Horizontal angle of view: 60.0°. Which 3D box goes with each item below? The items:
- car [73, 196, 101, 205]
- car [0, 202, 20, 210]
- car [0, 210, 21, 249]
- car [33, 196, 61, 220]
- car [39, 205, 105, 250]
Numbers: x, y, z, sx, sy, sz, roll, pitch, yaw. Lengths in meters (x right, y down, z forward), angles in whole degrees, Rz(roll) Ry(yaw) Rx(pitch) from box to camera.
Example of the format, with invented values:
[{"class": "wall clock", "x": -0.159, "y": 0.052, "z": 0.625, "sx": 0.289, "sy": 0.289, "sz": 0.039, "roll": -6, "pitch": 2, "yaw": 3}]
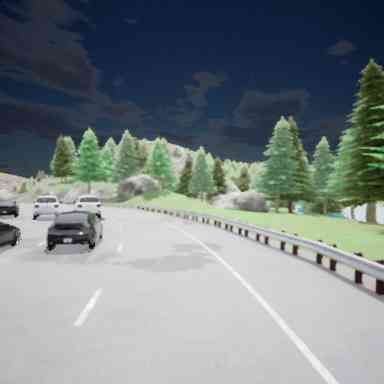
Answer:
[{"class": "car", "x": -9.869, "y": 1.372, "z": 31.372, "sx": 2.150, "sy": 2.045, "sz": 5.566, "roll": 0, "pitch": 0, "yaw": -21}, {"class": "car", "x": -18.123, "y": 1.676, "z": 32.753, "sx": 1.882, "sy": 1.535, "sz": 5.008, "roll": 0, "pitch": 0, "yaw": -24}, {"class": "car", "x": -8.328, "y": 1.649, "z": 12.985, "sx": 1.994, "sy": 1.385, "sz": 4.181, "roll": 0, "pitch": 0, "yaw": -9}, {"class": "car", "x": -13.453, "y": 1.390, "z": 30.935, "sx": 2.150, "sy": 2.045, "sz": 5.566, "roll": 0, "pitch": 0, "yaw": -22}, {"class": "car", "x": -5.094, "y": 1.580, "z": 14.906, "sx": 1.837, "sy": 1.490, "sz": 4.892, "roll": 0, "pitch": 0, "yaw": -10}]
